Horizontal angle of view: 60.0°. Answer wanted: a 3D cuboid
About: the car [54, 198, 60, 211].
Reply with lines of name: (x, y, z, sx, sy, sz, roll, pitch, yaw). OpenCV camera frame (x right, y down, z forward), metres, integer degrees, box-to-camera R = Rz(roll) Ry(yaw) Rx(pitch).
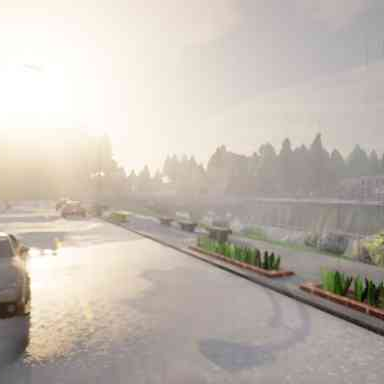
car: (-15.604, 1.508, 40.518, 1.837, 1.490, 4.892, 0, 0, -25)

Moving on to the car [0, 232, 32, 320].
car: (-4.401, 1.562, 6.843, 1.994, 1.385, 4.181, 0, 0, -25)

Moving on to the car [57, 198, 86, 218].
car: (-11.052, 1.567, 30.770, 1.994, 1.385, 4.181, 0, 0, -25)
